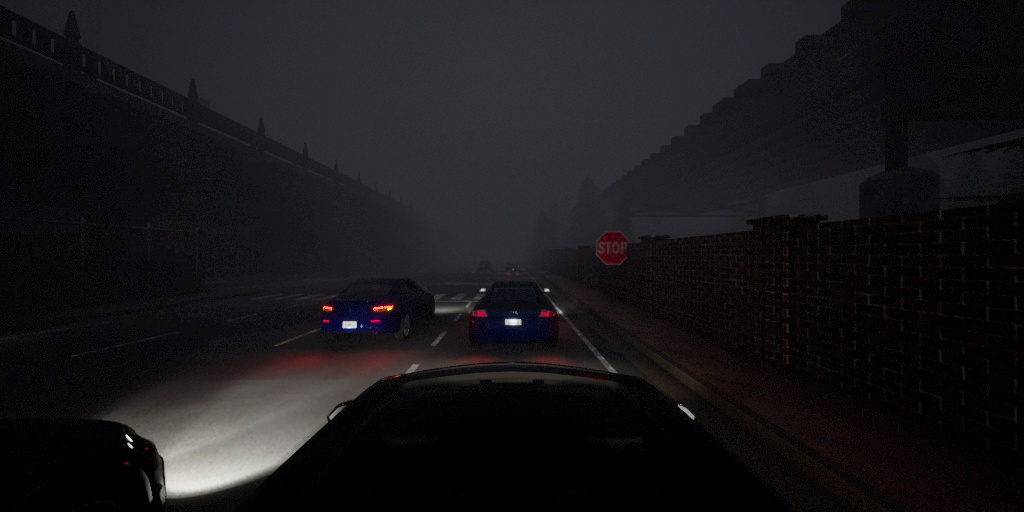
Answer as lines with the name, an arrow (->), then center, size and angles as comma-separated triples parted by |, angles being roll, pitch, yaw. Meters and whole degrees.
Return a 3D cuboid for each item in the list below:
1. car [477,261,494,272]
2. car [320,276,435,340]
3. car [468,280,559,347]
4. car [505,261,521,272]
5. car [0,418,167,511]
car -> -3.395, 1.296, 45.950 | 2.033, 1.411, 5.357 | 0, 0, -1
car -> -3.413, 1.275, 9.825 | 1.812, 1.442, 4.674 | 0, 0, 0
car -> 0.069, 1.314, 9.303 | 1.994, 1.385, 4.181 | 0, 0, 1
car -> 0.099, 1.349, 46.119 | 1.895, 1.301, 4.718 | 0, 0, -1
car -> -3.399, 1.314, 0.730 | 1.994, 1.385, 4.181 | 0, 0, 0
